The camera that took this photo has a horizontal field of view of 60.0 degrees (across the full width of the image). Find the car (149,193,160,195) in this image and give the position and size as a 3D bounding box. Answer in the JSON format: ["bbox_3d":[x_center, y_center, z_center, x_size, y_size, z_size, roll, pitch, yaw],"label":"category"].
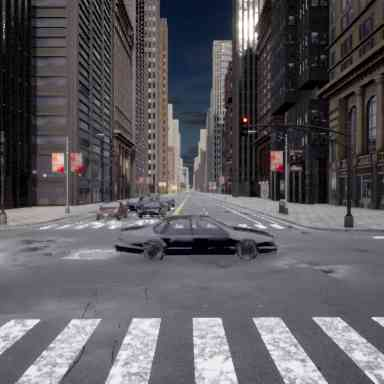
[{"bbox_3d":[-6.683,1.175,57.821,2.150,2.045,5.566,0,0,1],"label":"car"}]

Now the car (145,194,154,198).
[{"bbox_3d":[-6.698,1.474,47.372,1.837,1.490,4.892,0,0,0],"label":"car"}]

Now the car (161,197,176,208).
[{"bbox_3d":[-3.457,1.514,49.751,2.033,1.411,5.357,0,0,0],"label":"car"}]

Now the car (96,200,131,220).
[{"bbox_3d":[-6.656,1.512,28.024,1.812,1.442,4.674,0,0,0],"label":"car"}]

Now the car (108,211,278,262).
[{"bbox_3d":[0.104,1.509,11.476,5.357,1.411,2.033,0,0,0],"label":"car"}]

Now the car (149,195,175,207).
[{"bbox_3d":[-3.428,1.469,39.200,2.128,1.511,4.902,0,0,0],"label":"car"}]

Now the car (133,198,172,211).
[{"bbox_3d":[-3.385,1.533,29.460,2.033,1.411,5.357,0,0,4],"label":"car"}]

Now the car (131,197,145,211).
[{"bbox_3d":[-6.677,1.580,37.132,1.895,1.301,4.718,0,0,0],"label":"car"}]
